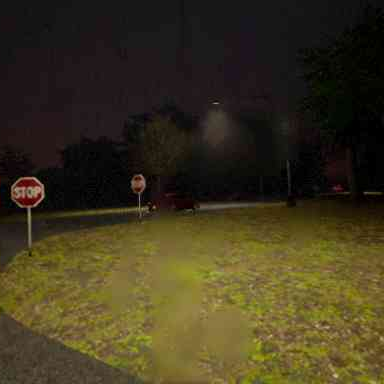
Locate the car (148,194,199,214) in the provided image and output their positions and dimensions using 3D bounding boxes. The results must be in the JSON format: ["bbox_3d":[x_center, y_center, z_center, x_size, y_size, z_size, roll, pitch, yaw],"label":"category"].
[{"bbox_3d":[-1.324,0.845,24.851,1.812,1.442,4.674,-4,-1,34],"label":"car"}]

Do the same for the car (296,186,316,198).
[{"bbox_3d":[18.046,0.185,53.366,1.812,1.442,4.674,-3,-1,32],"label":"car"}]

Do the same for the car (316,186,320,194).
[{"bbox_3d":[30.482,-0.417,83.692,2.150,2.045,5.566,-4,-1,34],"label":"car"}]

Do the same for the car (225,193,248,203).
[{"bbox_3d":[6.535,0.796,48.657,1.994,1.385,4.181,-4,-1,34],"label":"car"}]
